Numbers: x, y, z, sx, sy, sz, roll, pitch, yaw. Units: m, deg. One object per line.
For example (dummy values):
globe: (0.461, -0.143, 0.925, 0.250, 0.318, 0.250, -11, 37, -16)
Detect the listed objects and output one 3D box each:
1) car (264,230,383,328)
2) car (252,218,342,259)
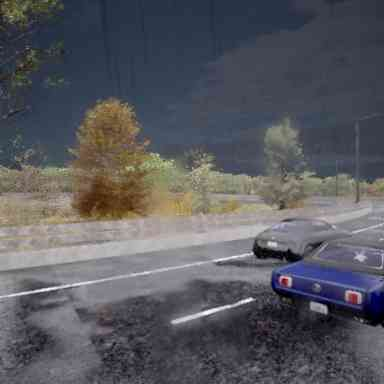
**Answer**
car: (3.812, 1.624, 6.895, 4.718, 1.301, 1.895, 0, 0, -39)
car: (4.035, 1.612, 11.762, 4.181, 1.385, 1.994, 0, 0, -41)
